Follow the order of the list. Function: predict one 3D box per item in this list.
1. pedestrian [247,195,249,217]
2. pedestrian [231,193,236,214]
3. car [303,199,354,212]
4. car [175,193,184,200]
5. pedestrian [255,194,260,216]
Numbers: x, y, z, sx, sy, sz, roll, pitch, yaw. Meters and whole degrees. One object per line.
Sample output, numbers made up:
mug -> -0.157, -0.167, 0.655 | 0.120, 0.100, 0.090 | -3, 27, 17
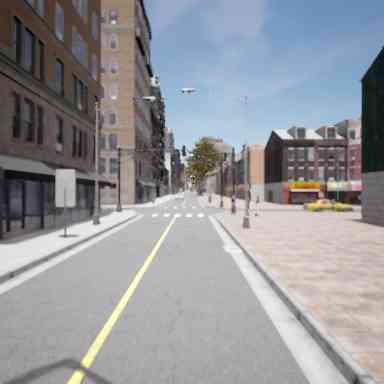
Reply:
pedestrian -> 4.498, 1.121, 27.202 | 0.375, 1.860, 0.375 | 0, 0, 0
pedestrian -> 3.497, 0.964, 28.402 | 0.375, 1.860, 0.375 | 0, 0, 0
car -> 13.875, 1.385, 33.984 | 4.829, 1.417, 1.752 | 0, 0, 0
car -> -2.783, 1.001, 75.933 | 1.812, 1.442, 4.674 | 0, 0, 0
pedestrian -> 5.498, 1.104, 27.803 | 0.375, 1.860, 0.375 | 0, 0, 0
